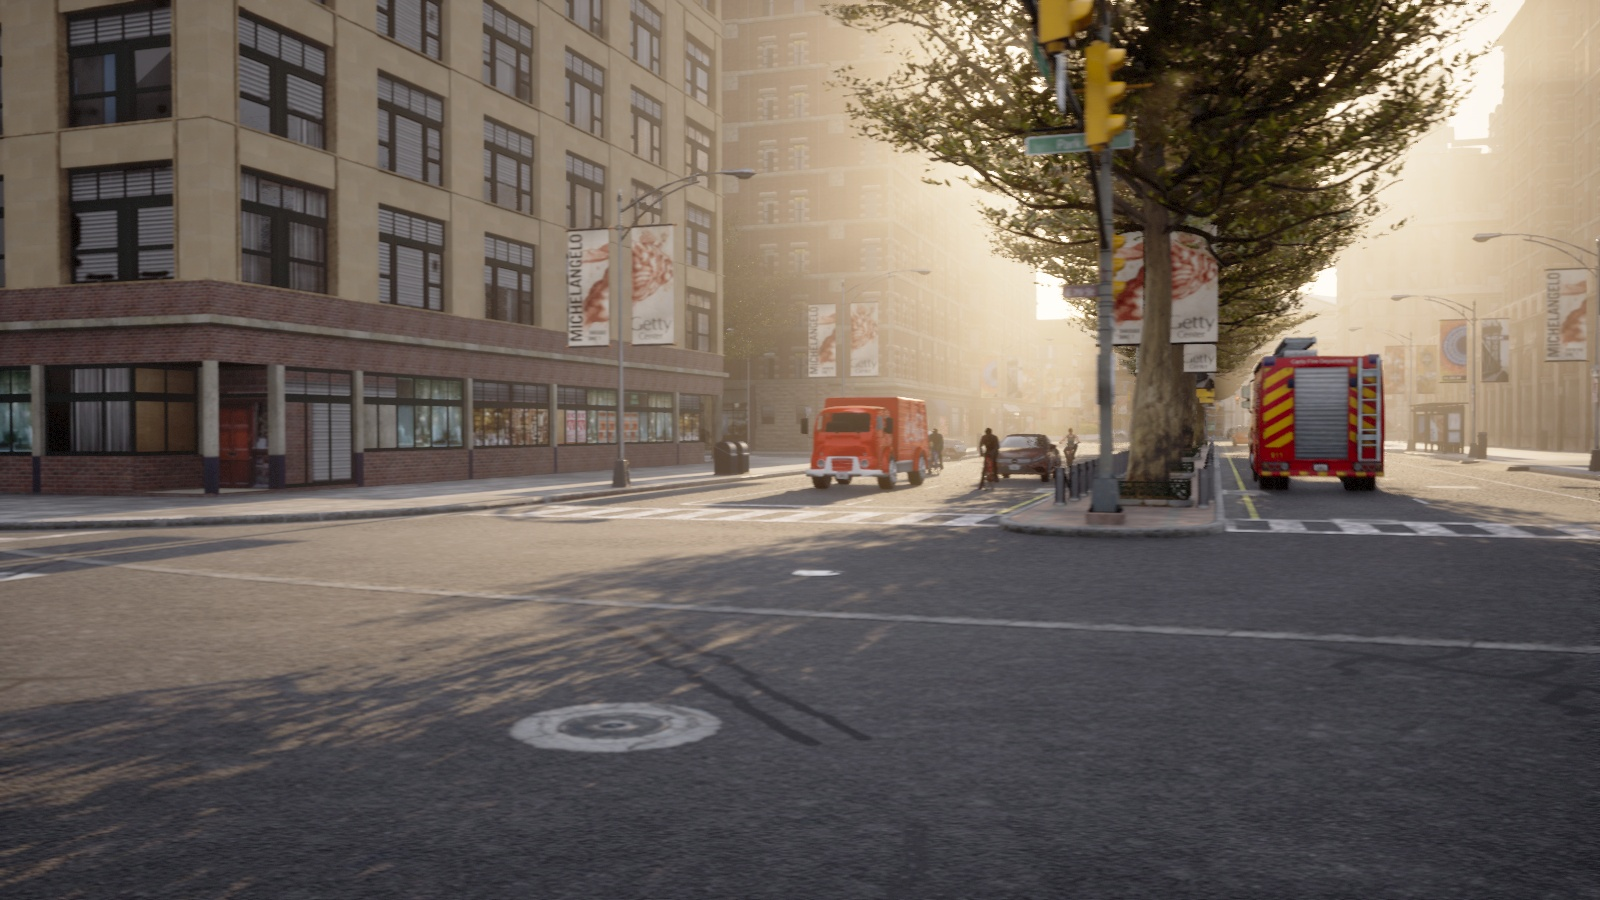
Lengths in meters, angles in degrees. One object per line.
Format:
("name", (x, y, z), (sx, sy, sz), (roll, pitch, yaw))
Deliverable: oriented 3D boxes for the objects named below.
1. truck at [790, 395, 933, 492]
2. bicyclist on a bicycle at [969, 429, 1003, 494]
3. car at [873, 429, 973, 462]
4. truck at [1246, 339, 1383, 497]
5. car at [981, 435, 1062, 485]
("truck", (1.823, -0.208, 34.616), (2.627, 2.467, 5.204), (1, 1, 18))
("bicyclist on a bicycle", (4.811, 0.279, 32.368), (0.582, 1.620, 1.656), (1, 1, 18))
("car", (6.343, -0.261, 65.039), (4.856, 1.649, 2.033), (1, 1, 42))
("truck", (13.989, -0.842, 34.745), (2.891, 3.827, 8.468), (1, 1, 18))
("car", (6.913, 0.256, 38.856), (1.812, 1.442, 4.674), (1, 1, 18))
